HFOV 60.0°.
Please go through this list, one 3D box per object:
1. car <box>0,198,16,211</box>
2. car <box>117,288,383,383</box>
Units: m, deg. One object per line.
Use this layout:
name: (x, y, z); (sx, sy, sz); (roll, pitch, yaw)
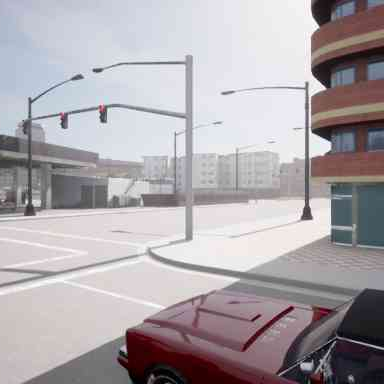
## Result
car: (-22.300, 1.456, 38.828); (3.806, 1.475, 1.970); (0, 0, 36)
car: (1.551, 1.601, 2.867); (4.718, 1.301, 1.895); (0, 0, 36)
